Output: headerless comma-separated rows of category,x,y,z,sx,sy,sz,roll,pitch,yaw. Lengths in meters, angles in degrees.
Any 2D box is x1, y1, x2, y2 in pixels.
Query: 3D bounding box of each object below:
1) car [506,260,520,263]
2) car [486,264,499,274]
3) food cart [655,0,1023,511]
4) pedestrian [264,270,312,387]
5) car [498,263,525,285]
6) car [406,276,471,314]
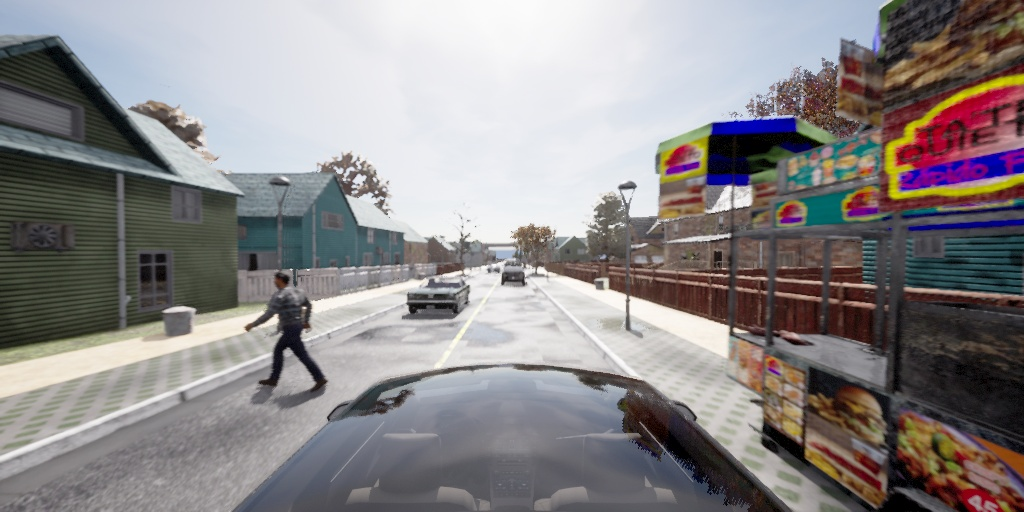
car,0.099,1.504,44.287,2.150,2.045,5.566,0,0,0
car,-2.817,1.909,55.014,2.128,1.511,4.902,0,-1,0
food cart,3.009,0.232,3.082,2.280,3.560,4.660,0,0,0
pedestrian,-3.335,1.088,5.345,0.375,1.860,0.375,-2,1,-5
car,0.098,1.579,30.110,1.882,1.535,5.008,0,-1,0
car,-2.849,1.511,14.786,1.895,1.301,4.718,0,-1,0
